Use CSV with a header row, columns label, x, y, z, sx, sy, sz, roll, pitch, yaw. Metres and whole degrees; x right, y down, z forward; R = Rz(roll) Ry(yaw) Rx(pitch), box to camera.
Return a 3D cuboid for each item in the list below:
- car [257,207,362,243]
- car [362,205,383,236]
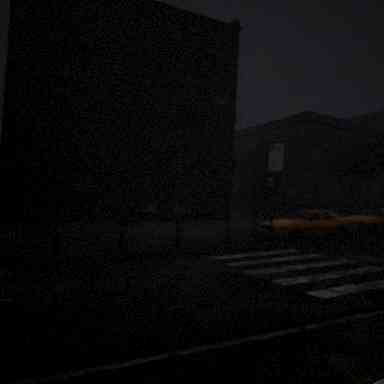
label,x,y,z,sx,sy,sz,roll,pitch,yaw
car,5.747,1.538,16.614,5.366,1.575,1.946,0,0,-28
car,10.638,1.560,19.179,5.366,1.575,1.946,0,0,-28
